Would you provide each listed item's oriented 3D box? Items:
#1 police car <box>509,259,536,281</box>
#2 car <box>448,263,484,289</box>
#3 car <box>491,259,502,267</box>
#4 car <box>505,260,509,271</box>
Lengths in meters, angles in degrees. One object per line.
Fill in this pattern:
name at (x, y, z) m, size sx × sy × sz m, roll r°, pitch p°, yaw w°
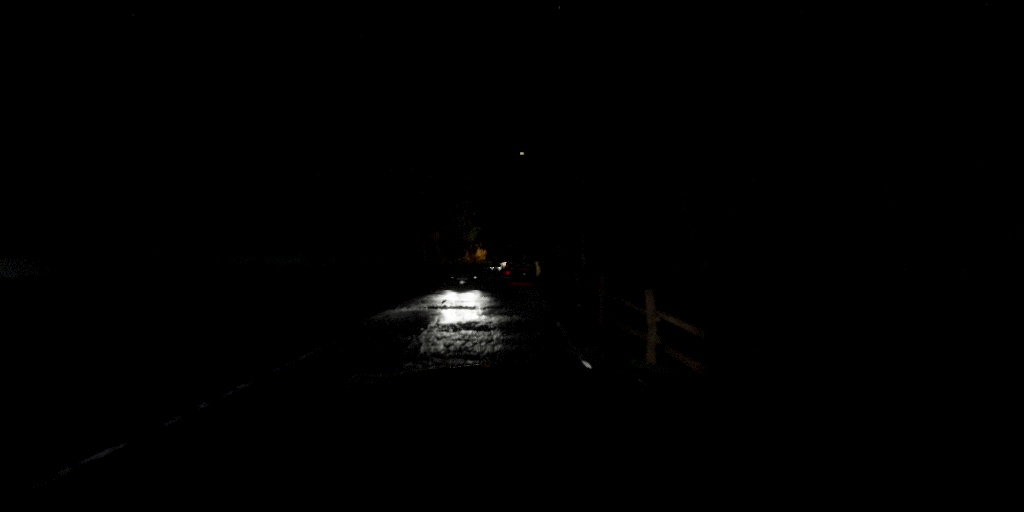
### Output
police car at (0.953, 1.161, 29.949) m, size 1.930 × 1.638 × 5.238 m, roll 0°, pitch 0°, yaw 0°
car at (-2.854, 1.230, 22.913) m, size 2.128 × 1.511 × 4.902 m, roll 0°, pitch 0°, yaw 0°
car at (-2.781, 1.277, 64.932) m, size 2.033 × 1.411 × 5.357 m, roll 0°, pitch 0°, yaw 0°
car at (-0.006, 1.331, 49.008) m, size 1.895 × 1.301 × 4.718 m, roll 0°, pitch 0°, yaw 0°
